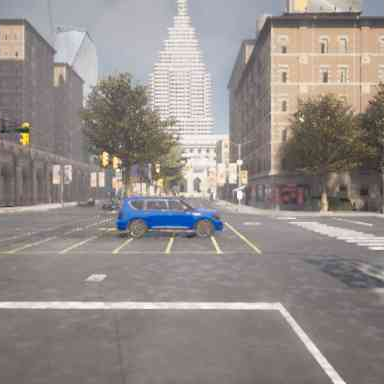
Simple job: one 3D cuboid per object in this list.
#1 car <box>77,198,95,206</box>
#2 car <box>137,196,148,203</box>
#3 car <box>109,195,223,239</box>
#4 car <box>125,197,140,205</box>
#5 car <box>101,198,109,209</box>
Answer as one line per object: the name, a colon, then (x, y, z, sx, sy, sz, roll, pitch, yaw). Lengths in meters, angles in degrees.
car: (-18.322, 1.788, 57.729, 1.895, 1.301, 4.718, 0, 0, 0)
car: (-11.598, 1.754, 77.581, 1.837, 1.490, 4.892, 0, 0, 0)
car: (-1.166, 1.280, 17.412, 5.566, 2.045, 2.150, 0, 0, 0)
car: (-11.608, 1.766, 65.137, 2.033, 1.411, 5.357, 0, 0, 1)
car: (-11.656, 1.661, 47.667, 1.837, 1.490, 4.892, 0, 1, 0)
